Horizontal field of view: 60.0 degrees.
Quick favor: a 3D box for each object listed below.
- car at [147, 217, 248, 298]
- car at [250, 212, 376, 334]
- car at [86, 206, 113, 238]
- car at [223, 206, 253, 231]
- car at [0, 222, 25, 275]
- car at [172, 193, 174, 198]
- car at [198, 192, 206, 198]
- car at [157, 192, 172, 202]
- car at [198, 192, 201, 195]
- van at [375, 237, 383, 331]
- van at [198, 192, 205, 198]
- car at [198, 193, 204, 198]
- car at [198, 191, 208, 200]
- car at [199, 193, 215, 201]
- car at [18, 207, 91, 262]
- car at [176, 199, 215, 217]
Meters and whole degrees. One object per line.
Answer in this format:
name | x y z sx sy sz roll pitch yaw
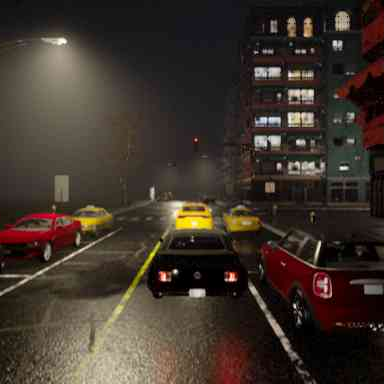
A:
car | 0.102 1.547 8.298 1.895 1.301 4.718 0 0 0
car | 2.576 1.397 6.655 1.967 1.590 4.097 1 0 0
car | -5.304 1.416 17.149 1.752 1.417 4.829 1 0 0
car | 2.576 1.411 17.915 1.752 1.417 4.829 1 0 0
car | -5.306 1.510 6.247 2.008 1.369 4.403 1 0 0
car | -5.296 0.895 66.757 2.192 1.841 5.009 1 0 0
car | 2.580 1.195 61.581 1.802 1.307 4.206 1 0 0
car | -5.298 1.056 61.104 1.967 1.590 4.097 1 0 0
car | 2.582 1.108 72.902 1.947 1.339 4.313 1 0 0
van | 2.576 1.333 1.109 1.690 1.788 3.998 1 0 0
van | 2.586 0.778 89.884 1.690 1.788 3.998 1 0 0
car | 2.585 0.926 95.716 1.752 1.417 4.829 1 0 0
car | 2.585 0.822 78.562 2.192 1.841 5.009 1 0 0
car | 2.580 1.234 50.258 2.008 1.369 4.403 1 0 0
car | -5.305 1.469 11.783 1.887 1.381 4.507 1 0 0
car | 0.104 1.360 18.414 1.882 1.535 5.008 0 0 0
